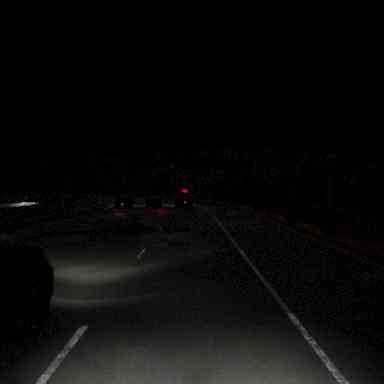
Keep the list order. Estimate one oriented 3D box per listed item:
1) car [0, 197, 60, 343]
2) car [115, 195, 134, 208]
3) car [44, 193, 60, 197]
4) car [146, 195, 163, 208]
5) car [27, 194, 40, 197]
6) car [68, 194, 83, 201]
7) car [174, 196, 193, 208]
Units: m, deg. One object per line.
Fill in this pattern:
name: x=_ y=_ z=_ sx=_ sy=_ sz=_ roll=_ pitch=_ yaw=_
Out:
car: x=-3.399 y=1.186 z=3.268 sx=2.150 sy=2.045 sz=5.566 roll=0 pitch=1 yaw=0
car: x=-7.998 y=1.090 z=39.150 sx=1.837 sy=1.490 sz=4.892 roll=0 pitch=1 yaw=-7
car: x=-21.383 y=0.952 z=51.042 sx=2.128 sy=1.511 sz=4.902 roll=0 pitch=1 yaw=-16
car: x=-4.555 y=1.104 z=39.764 sx=1.812 sy=1.442 sz=4.674 roll=0 pitch=1 yaw=-7
car: x=-26.116 y=1.025 z=54.604 sx=1.895 sy=1.301 sz=4.718 roll=0 pitch=1 yaw=-19
car: x=-17.231 y=1.025 z=49.376 sx=2.033 sy=1.411 sz=5.357 roll=0 pitch=1 yaw=-13
car: x=-1.058 y=1.141 z=39.824 sx=1.994 sy=1.385 sz=4.181 roll=0 pitch=1 yaw=-7
